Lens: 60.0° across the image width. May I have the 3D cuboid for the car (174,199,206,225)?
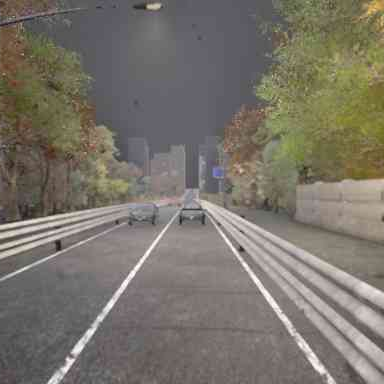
[{"bbox_3d":[0.023,1.535,24.651,2.128,1.511,4.902,0,0,1],"label":"car"}]

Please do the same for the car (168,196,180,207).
[{"bbox_3d":[-3.275,1.829,64.125,2.150,2.045,5.566,0,-1,0],"label":"car"}]

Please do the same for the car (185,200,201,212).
[{"bbox_3d":[0.075,1.799,43.394,1.994,1.385,4.181,0,-1,0],"label":"car"}]

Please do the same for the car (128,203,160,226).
[{"bbox_3d":[-3.352,1.542,23.864,1.837,1.490,4.892,0,0,0],"label":"car"}]
